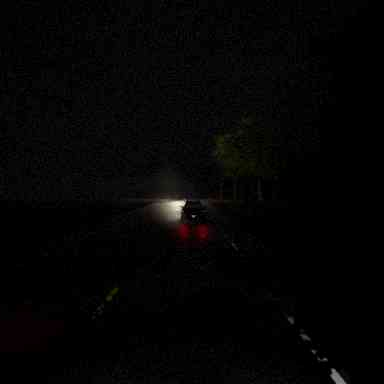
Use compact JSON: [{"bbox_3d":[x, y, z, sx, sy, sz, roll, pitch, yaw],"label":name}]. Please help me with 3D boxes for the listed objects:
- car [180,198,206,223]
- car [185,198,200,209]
[{"bbox_3d":[0.096,1.477,25.304,1.812,1.442,4.674,0,0,0],"label":"car"},{"bbox_3d":[0.093,1.482,43.150,1.895,1.301,4.718,0,0,0],"label":"car"}]
